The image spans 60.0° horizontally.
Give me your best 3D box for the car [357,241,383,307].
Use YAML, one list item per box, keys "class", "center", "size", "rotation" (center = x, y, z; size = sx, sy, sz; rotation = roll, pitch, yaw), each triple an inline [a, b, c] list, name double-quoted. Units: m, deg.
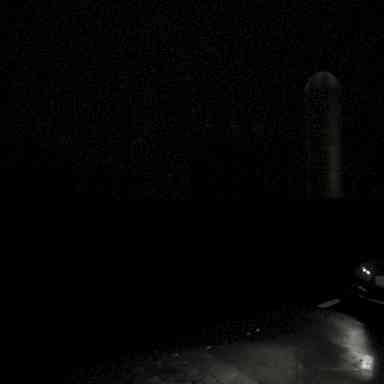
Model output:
- class: "car"
  center: [5.319, 1.432, 6.858]
  size: [4.902, 1.511, 2.128]
  rotation: [-1, 0, -35]
